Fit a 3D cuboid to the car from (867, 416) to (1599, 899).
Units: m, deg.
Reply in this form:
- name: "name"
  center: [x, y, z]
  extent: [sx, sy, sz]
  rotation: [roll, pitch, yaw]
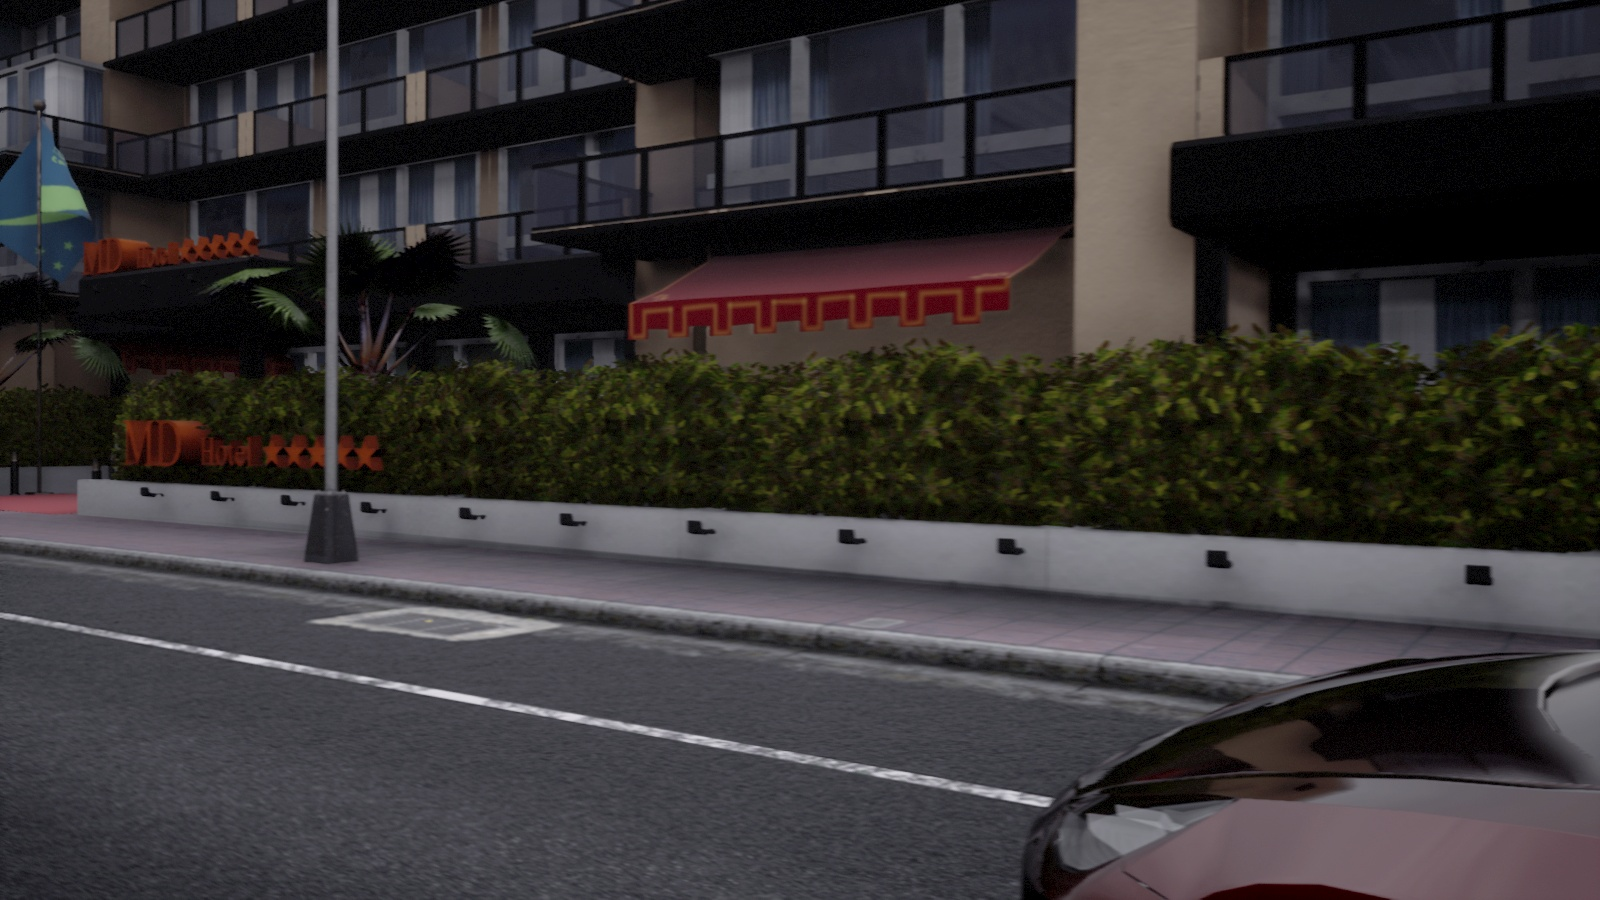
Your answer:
- name: "car"
  center: [2.721, 0.679, 1.815]
  extent: [4.792, 1.488, 2.163]
  rotation: [0, 1, 34]
